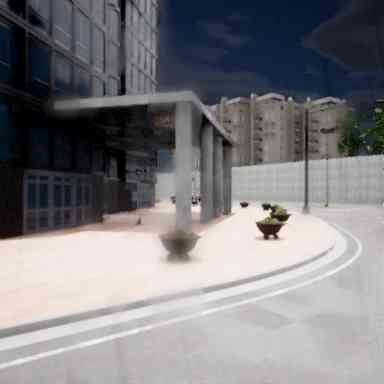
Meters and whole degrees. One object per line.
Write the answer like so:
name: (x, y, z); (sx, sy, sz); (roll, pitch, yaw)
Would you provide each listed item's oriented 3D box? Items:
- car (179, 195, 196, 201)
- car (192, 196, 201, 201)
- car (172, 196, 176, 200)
car: (-1.308, 1.633, 92.974); (2.033, 1.411, 5.357); (0, 0, -34)
car: (2.156, 1.631, 81.713); (1.837, 1.490, 4.892); (0, 0, -34)
car: (-3.726, 1.551, 90.310); (1.882, 1.535, 5.008); (0, 0, -34)
